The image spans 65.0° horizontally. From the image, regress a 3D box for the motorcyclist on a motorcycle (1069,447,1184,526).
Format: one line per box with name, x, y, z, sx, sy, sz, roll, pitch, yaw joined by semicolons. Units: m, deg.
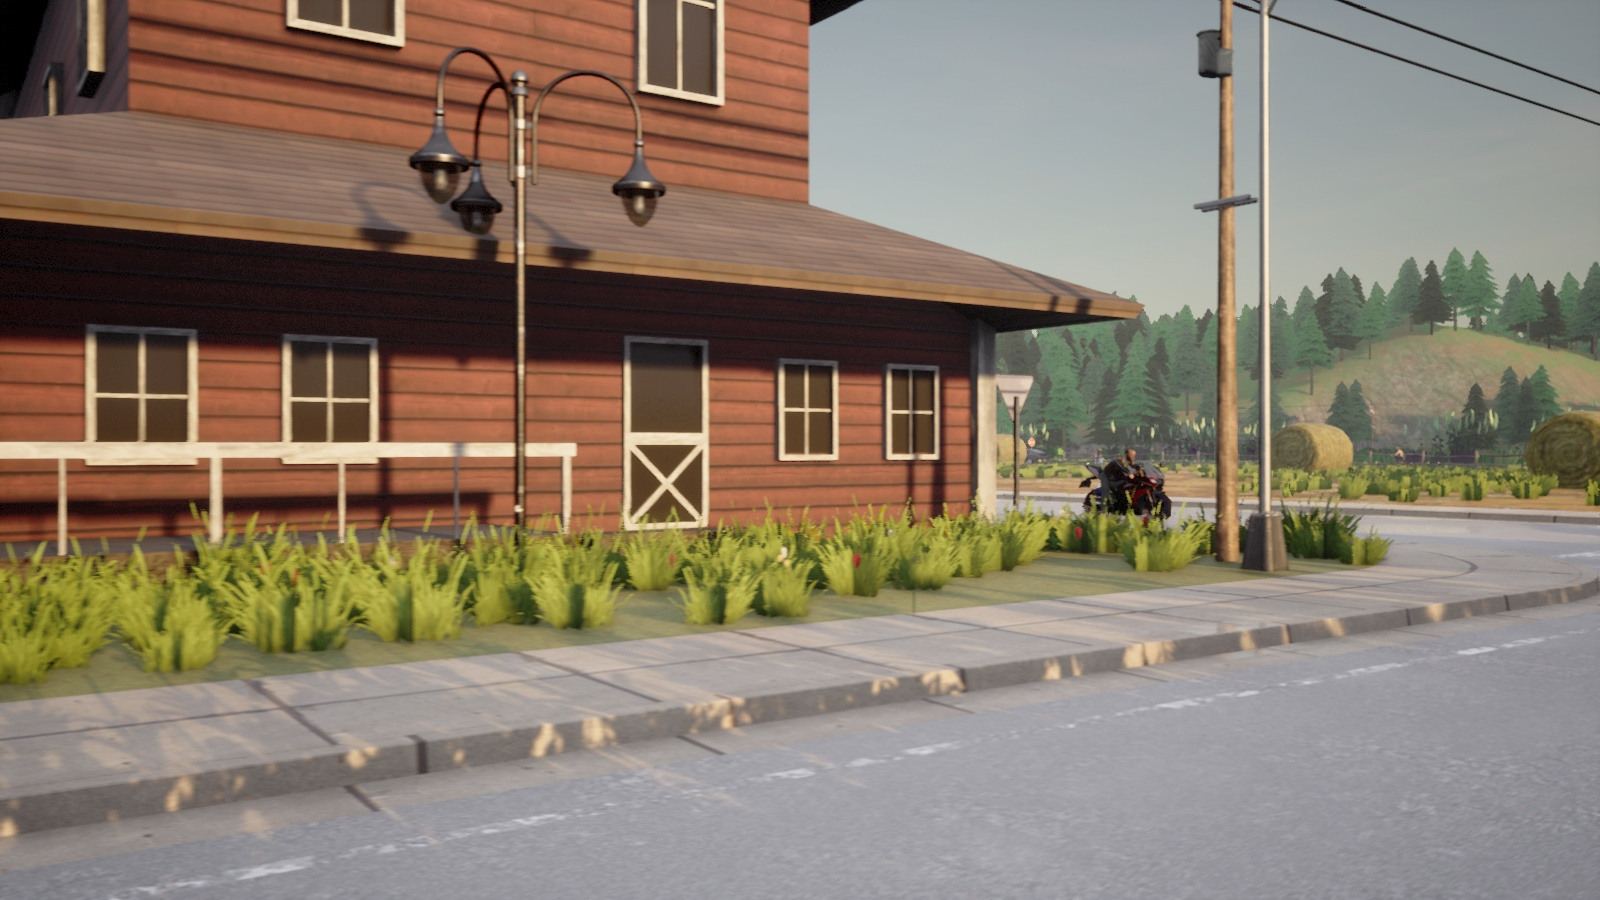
motorcyclist on a motorcycle;6.589;0.709;25.439;0.866;1.530;2.191;0;0;-36
